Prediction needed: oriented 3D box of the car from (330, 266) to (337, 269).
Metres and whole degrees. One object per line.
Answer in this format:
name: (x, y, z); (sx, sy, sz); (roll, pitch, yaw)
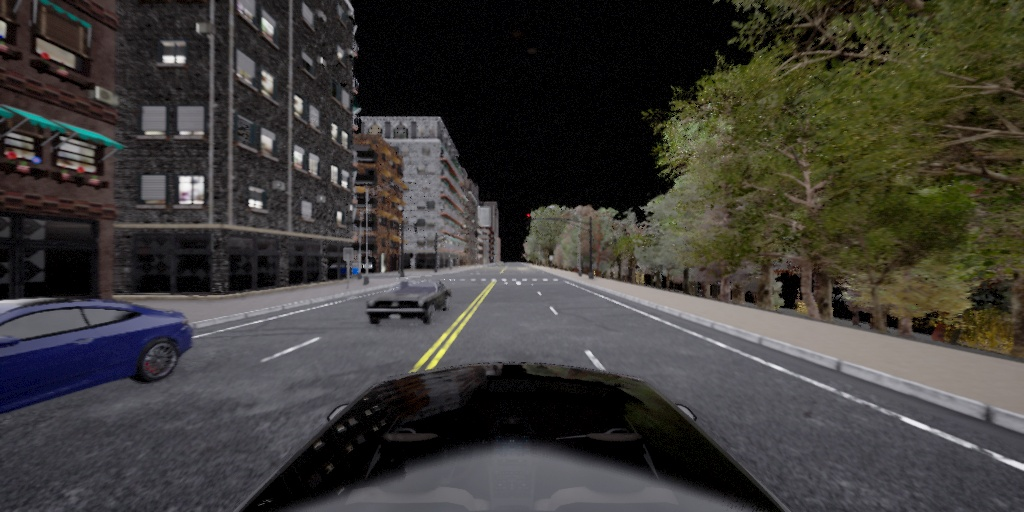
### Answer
car: (-22.641, 2.057, 40.504); (4.207, 1.307, 1.802); (0, 0, -1)

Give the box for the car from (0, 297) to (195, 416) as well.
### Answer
car: (-6.601, 1.306, 4.535); (1.812, 1.442, 4.674); (0, -1, 0)

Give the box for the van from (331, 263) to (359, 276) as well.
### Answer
van: (-22.730, 1.879, 48.850); (3.998, 1.789, 1.690); (0, 0, -1)

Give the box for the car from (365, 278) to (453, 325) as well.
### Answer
car: (-3.352, 1.469, 12.505); (1.895, 1.301, 4.718); (0, -1, 0)
